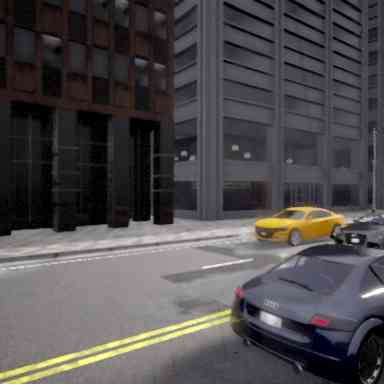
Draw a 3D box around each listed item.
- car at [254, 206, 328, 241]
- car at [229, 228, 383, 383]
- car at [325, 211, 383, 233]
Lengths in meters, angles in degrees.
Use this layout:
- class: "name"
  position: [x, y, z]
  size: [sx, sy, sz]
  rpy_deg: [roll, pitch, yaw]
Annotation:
- class: "car"
  position: [4.994, 1.446, 15.226]
  size: [5.008, 1.535, 1.882]
  rpy_deg: [0, 0, -35]
- class: "car"
  position: [2.613, 1.551, 5.302]
  size: [4.181, 1.385, 1.994]
  rpy_deg: [0, 0, -35]
- class: "car"
  position: [7.413, 1.531, 12.959]
  size: [4.181, 1.385, 1.994]
  rpy_deg: [0, 0, -35]
